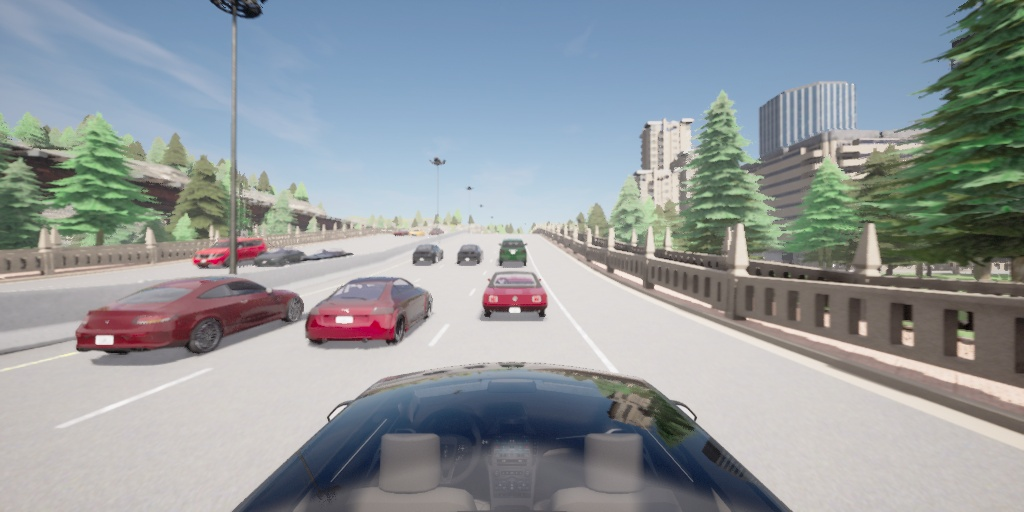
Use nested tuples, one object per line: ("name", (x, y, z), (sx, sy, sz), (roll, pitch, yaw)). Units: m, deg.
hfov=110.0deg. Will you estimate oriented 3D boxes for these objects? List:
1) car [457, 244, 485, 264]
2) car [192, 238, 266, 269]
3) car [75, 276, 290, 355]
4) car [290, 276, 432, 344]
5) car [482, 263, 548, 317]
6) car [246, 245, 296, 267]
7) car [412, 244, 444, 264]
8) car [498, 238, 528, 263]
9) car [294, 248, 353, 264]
("car", (-3.426, -0.256, 29.904), (1.837, 1.490, 4.892), (0, 6, 0))
("car", (-21.119, -0.274, 27.266), (2.150, 2.045, 5.566), (0, 6, 0))
("car", (-6.919, 1.194, 8.391), (1.812, 1.442, 4.674), (0, 2, 0))
("car", (-3.417, 1.210, 9.321), (1.994, 1.385, 4.181), (0, 2, 0))
("car", (0.087, 1.145, 12.257), (1.895, 1.301, 4.718), (0, 2, 0))
("car", (-17.618, 0.050, 27.476), (1.994, 1.385, 4.181), (0, 6, 0))
("car", (-6.926, -0.257, 29.907), (1.837, 1.490, 4.892), (0, 6, 0))
("car", (0.076, -0.442, 28.952), (2.150, 2.045, 5.566), (0, 6, 0))
("car", (-14.119, 0.091, 27.435), (1.895, 1.301, 4.718), (0, 6, 0))
